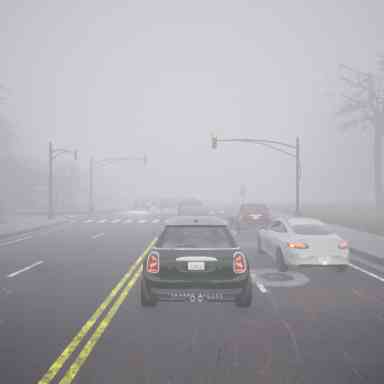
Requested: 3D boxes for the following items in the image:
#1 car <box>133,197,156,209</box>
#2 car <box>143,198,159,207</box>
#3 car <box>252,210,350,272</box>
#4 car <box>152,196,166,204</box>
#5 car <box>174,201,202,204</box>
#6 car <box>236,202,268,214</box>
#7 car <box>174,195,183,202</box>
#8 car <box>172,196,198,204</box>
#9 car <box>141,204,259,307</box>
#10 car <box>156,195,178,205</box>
[{"bbox_3d":[-6.531,1.483,44.018,2.128,1.511,4.902,0,0,1],"label":"car"},{"bbox_3d":[-6.497,1.585,53.288,1.895,1.301,4.718,0,0,0],"label":"car"},{"bbox_3d":[3.351,1.526,10.674,1.812,1.442,4.674,0,0,0],"label":"car"},{"bbox_3d":[-6.422,1.521,65.100,2.033,1.411,5.357,0,0,1],"label":"car"},{"bbox_3d":[0.071,1.478,17.387,1.882,1.535,5.008,0,0,0],"label":"car"},{"bbox_3d":[3.342,1.352,19.468,2.097,1.767,4.553,0,0,0],"label":"car"},{"bbox_3d":[-3.116,1.449,78.515,1.837,1.490,4.892,0,0,0],"label":"car"},{"bbox_3d":[-0.161,1.487,37.774,2.128,1.511,4.902,1,0,16],"label":"car"},{"bbox_3d":[0.090,1.352,8.122,2.097,1.767,4.553,0,0,0],"label":"car"},{"bbox_3d":[-3.273,1.497,43.854,1.837,1.490,4.892,0,0,0],"label":"car"}]
